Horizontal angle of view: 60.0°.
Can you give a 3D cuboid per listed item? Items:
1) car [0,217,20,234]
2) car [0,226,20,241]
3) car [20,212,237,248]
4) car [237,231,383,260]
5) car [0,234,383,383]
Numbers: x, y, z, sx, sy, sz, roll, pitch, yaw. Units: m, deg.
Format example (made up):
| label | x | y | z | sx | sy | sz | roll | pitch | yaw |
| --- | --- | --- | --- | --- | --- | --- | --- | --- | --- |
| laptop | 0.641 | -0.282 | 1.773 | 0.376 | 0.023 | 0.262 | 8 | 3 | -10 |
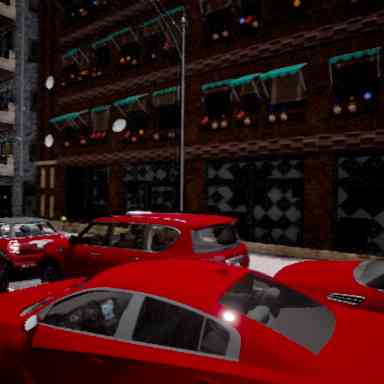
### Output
| label | x | y | z | sx | sy | sz | roll | pitch | yaw |
| --- | --- | --- | --- | --- | --- | --- | --- | --- | --- |
| car | -5.675 | 1.487 | 10.258 | 4.097 | 1.590 | 1.967 | 0 | 0 | 36 |
| car | -5.343 | 1.534 | 7.193 | 1.837 | 1.490 | 4.892 | 0 | 0 | -39 |
| car | -1.196 | 1.358 | 6.984 | 5.009 | 1.841 | 2.192 | 0 | 0 | 36 |
| car | 3.285 | 1.353 | 3.710 | 5.009 | 1.841 | 2.192 | 0 | 0 | 36 |
| car | -0.466 | 1.501 | 3.565 | 5.008 | 1.535 | 1.882 | 0 | 0 | 25 |
